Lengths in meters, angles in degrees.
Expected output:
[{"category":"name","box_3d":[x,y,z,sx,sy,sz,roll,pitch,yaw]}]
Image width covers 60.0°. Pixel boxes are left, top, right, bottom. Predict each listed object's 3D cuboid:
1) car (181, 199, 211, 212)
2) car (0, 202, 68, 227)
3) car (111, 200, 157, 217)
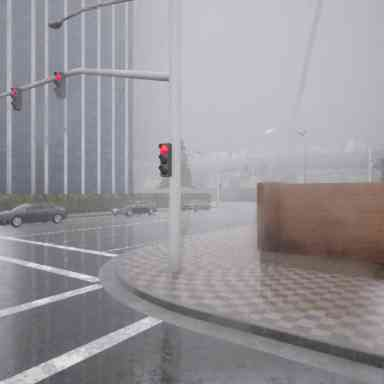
[{"category":"car","box_3d":[0.465,1.564,39.084,1.994,1.385,4.181,0,0,35]},{"category":"car","box_3d":[-11.024,1.505,22.952,1.837,1.490,4.892,0,0,35]},{"category":"car","box_3d":[-5.313,1.492,30.980,2.128,1.511,4.902,0,0,35]}]
